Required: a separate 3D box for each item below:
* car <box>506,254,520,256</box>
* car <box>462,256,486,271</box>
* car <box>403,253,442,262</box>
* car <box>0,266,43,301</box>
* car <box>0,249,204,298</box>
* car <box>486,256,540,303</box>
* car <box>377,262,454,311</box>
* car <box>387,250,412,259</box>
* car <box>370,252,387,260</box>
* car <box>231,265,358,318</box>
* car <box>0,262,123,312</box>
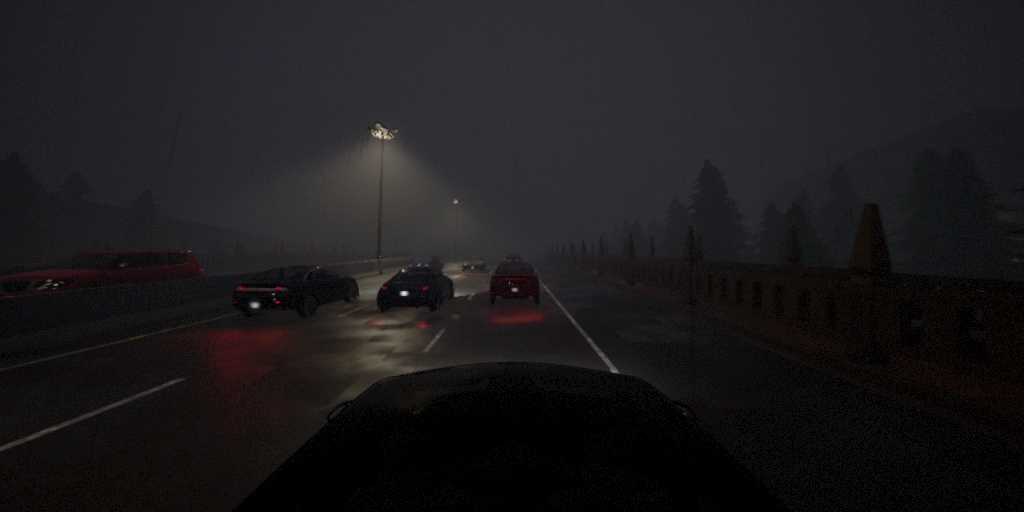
[{"bbox_3d":[0.103,0.523,35.191,1.837,1.490,4.892,0,1,0],"label":"car"},{"bbox_3d":[-3.397,0.667,33.159,1.895,1.301,4.718,0,1,0],"label":"car"},{"bbox_3d":[-6.898,0.706,29.283,2.033,1.411,5.357,0,1,0],"label":"car"},{"bbox_3d":[-21.098,1.145,13.032,1.895,1.301,4.718,0,1,0],"label":"car"},{"bbox_3d":[-14.098,0.770,12.829,2.150,2.045,5.566,0,1,0],"label":"car"},{"bbox_3d":[0.101,0.972,15.109,1.882,1.535,5.008,0,1,0],"label":"car"},{"bbox_3d":[-3.399,1.102,13.313,1.994,1.385,4.181,0,1,0],"label":"car"},{"bbox_3d":[-17.496,-0.018,57.244,2.150,2.045,5.566,0,0,0],"label":"car"},{"bbox_3d":[-20.996,0.071,57.275,2.097,1.767,4.553,0,-1,0],"label":"car"},{"bbox_3d":[-6.899,1.060,12.044,2.128,1.511,4.902,0,1,0],"label":"car"},{"bbox_3d":[-17.598,1.051,12.913,1.837,1.490,4.892,0,1,0],"label":"car"}]
